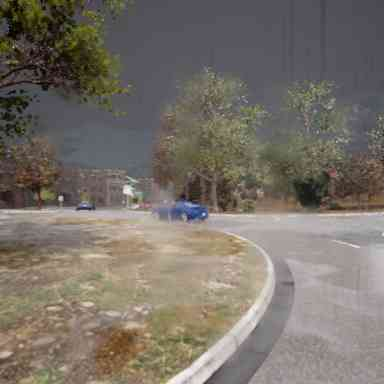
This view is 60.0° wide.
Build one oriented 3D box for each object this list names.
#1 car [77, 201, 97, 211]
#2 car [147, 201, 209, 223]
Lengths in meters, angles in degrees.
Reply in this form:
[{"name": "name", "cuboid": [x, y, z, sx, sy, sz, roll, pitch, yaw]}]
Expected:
[{"name": "car", "cuboid": [-14.162, 1.881, 44.993, 1.994, 1.385, 4.181, 0, -4, -7]}, {"name": "car", "cuboid": [-0.992, 1.479, 25.885, 5.008, 1.535, 1.882, 0, -1, 42]}]
